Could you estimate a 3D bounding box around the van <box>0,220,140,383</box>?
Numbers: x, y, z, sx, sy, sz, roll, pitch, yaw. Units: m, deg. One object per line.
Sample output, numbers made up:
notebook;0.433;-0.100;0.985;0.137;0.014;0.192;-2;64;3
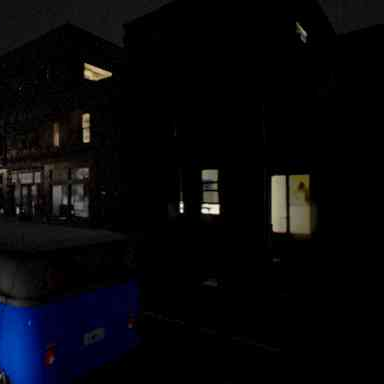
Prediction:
van;-2.571;1.341;4.726;3.998;1.788;1.690;0;-1;36
